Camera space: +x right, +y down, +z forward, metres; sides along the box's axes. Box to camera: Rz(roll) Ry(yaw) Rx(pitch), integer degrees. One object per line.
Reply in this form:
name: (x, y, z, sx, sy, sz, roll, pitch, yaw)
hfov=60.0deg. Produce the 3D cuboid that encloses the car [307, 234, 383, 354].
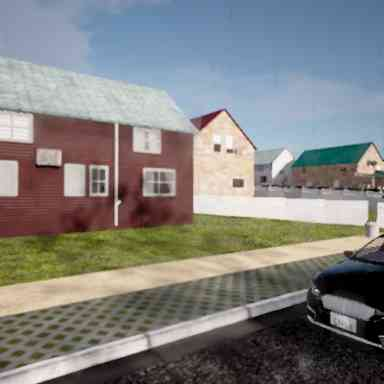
car: (4.041, 1.469, 5.839, 4.902, 1.511, 2.128, 0, 0, -34)
